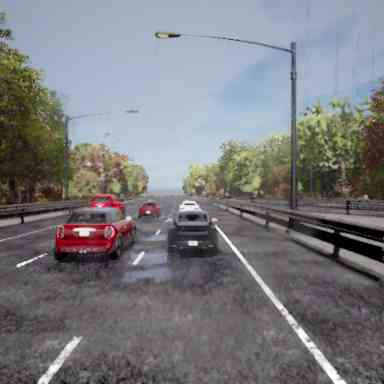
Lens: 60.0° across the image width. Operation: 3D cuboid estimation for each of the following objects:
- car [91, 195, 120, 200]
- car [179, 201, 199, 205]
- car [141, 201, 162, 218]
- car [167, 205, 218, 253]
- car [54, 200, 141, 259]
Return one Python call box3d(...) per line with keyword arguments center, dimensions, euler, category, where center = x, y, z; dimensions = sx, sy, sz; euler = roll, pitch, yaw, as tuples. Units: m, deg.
box3d(center=(-7.202, 1.243, 28.417), dimensions=(2.150, 2.045, 5.566), euler=(0, 0, -1), category="car")
box3d(center=(-0.242, 1.548, 30.363), dimensions=(1.812, 1.442, 4.674), euler=(0, 0, -1), category="car")
box3d(center=(-3.745, 1.549, 30.435), dimensions=(1.812, 1.442, 4.674), euler=(0, 0, -1), category="car")
box3d(center=(0.012, 1.509, 13.803), dimensions=(1.837, 1.490, 4.892), euler=(0, 0, -1), category="car")
box3d(center=(-3.479, 1.356, 12.821), dimensions=(2.097, 1.767, 4.553), euler=(0, 0, -1), category="car")
